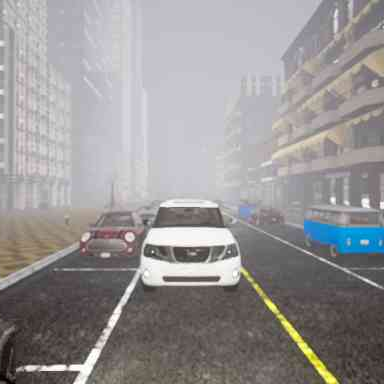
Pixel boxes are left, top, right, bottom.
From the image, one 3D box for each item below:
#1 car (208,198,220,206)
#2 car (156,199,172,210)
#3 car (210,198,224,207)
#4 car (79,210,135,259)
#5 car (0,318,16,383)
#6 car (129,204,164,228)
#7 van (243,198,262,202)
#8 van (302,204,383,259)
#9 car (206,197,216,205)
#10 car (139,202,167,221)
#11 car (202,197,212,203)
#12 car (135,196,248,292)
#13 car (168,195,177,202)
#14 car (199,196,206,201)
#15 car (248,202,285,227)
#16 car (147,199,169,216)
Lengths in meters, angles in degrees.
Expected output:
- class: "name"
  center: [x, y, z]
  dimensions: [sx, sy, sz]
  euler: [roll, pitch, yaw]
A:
- class: "car"
  center: [4.050, 1.799, 62.580]
  dimensions: [1.752, 1.417, 4.829]
  euler: [0, 0, -2]
- class: "car"
  center: [-3.809, 1.728, 45.591]
  dimensions: [1.947, 1.339, 4.313]
  euler: [0, 0, -2]
- class: "car"
  center: [4.226, 1.813, 56.891]
  dimensions: [1.947, 1.339, 4.313]
  euler: [0, 0, -2]
- class: "car"
  center: [-2.783, 1.473, 12.472]
  dimensions: [1.967, 1.590, 4.097]
  euler: [0, 0, -2]
- class: "car"
  center: [-2.442, 1.561, 1.430]
  dimensions: [1.947, 1.339, 4.313]
  euler: [0, 0, -2]
- class: "car"
  center: [-3.125, 1.625, 23.510]
  dimensions: [2.008, 1.369, 4.403]
  euler: [0, 0, -2]
- class: "van"
  center: [5.081, 1.474, 29.290]
  dimensions: [1.690, 1.788, 3.998]
  euler: [0, 0, -2]
- class: "van"
  center: [5.594, 1.411, 12.730]
  dimensions: [1.690, 1.788, 3.998]
  euler: [0, 0, -2]
- class: "car"
  center: [3.878, 1.825, 68.101]
  dimensions: [1.752, 1.417, 4.829]
  euler: [0, 0, -2]
- class: "car"
  center: [-3.296, 1.647, 29.031]
  dimensions: [2.008, 1.369, 4.403]
  euler: [0, 0, -2]
- class: "car"
  center: [3.542, 1.898, 78.972]
  dimensions: [1.887, 1.381, 4.507]
  euler: [0, 0, -2]
- class: "car"
  center: [-0.093, 1.254, 9.389]
  dimensions: [2.150, 2.045, 5.566]
  euler: [0, 0, -2]
- class: "car"
  center: [-5.177, 1.687, 89.754]
  dimensions: [2.192, 1.841, 5.009]
  euler: [0, 0, -2]
- class: "car"
  center: [3.028, 1.983, 95.531]
  dimensions: [1.887, 1.381, 4.507]
  euler: [0, 0, -2]
- class: "car"
  center: [5.252, 1.656, 23.769]
  dimensions: [1.887, 1.381, 4.507]
  euler: [0, 0, -2]
- class: "car"
  center: [-3.467, 1.558, 34.552]
  dimensions: [1.967, 1.590, 4.097]
  euler: [0, 0, -2]
